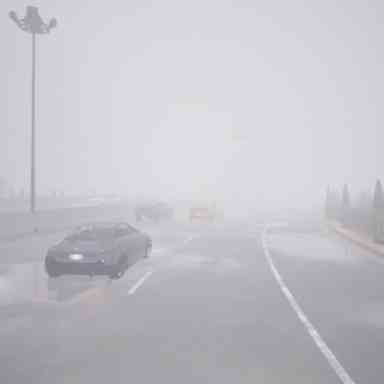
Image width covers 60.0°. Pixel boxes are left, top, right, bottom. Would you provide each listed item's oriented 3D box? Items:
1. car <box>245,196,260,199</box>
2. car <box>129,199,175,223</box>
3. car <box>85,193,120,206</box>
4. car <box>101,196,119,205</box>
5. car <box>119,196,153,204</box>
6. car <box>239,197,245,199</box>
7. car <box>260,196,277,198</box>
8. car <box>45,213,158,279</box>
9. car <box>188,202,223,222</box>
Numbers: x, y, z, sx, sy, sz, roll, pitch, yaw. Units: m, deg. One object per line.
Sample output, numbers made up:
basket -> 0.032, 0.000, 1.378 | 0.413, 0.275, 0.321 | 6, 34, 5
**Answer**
car -> 14.769, 1.690, 74.472 | 5.357, 1.411, 2.033 | 0, 0, -44
car -> -2.800, 1.515, 26.022 | 1.837, 1.490, 4.892 | 0, 0, 16
car -> -11.395, 1.202, 43.380 | 2.150, 2.045, 5.566 | 0, 0, 25
car -> -8.717, 1.556, 40.743 | 1.994, 1.385, 4.181 | 0, 0, 24
car -> -5.875, 1.358, 38.513 | 2.097, 1.767, 4.553 | 0, 0, 24
car -> 12.441, 1.734, 77.085 | 4.718, 1.301, 1.895 | 0, 0, -44
car -> 17.359, 1.757, 72.100 | 4.718, 1.301, 1.895 | 0, 0, -44
car -> -2.589, 1.560, 10.113 | 1.994, 1.385, 4.181 | 0, 0, 7
car -> 1.212, 1.511, 27.149 | 1.882, 1.535, 5.008 | 0, 0, 18
